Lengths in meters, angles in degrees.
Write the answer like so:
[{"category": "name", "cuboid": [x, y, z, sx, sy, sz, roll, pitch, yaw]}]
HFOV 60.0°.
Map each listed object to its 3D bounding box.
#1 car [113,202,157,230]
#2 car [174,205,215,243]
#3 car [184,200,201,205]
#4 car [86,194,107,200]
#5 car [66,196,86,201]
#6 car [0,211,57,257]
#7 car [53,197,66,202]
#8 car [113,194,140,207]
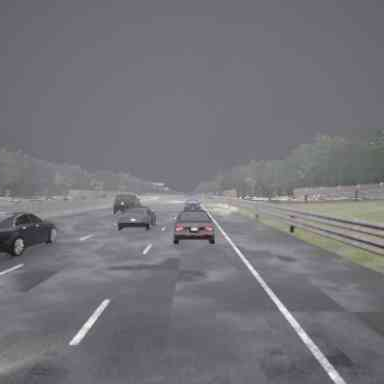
[{"category": "car", "cuboid": [-3.408, 1.583, 21.288, 1.994, 1.385, 4.181, 0, 0, 0]}, {"category": "car", "cuboid": [0.094, 1.559, 16.036, 2.033, 1.411, 5.357, 0, 0, 0]}, {"category": "car", "cuboid": [0.087, 1.576, 37.668, 1.812, 1.442, 4.674, 0, 0, 0]}, {"category": "car", "cuboid": [-17.534, 1.352, 62.520, 2.150, 2.045, 5.566, 0, 0, 0]}, {"category": "car", "cuboid": [-21.043, 1.478, 61.584, 2.097, 1.767, 4.553, 0, 0, 1]}, {"category": "car", "cuboid": [-6.905, 1.513, 12.918, 1.837, 1.490, 4.892, 0, 0, 0]}, {"category": "car", "cuboid": [-24.528, 1.648, 62.531, 1.812, 1.442, 4.674, 0, 0, 0]}, {"category": "car", "cuboid": [-6.913, 1.267, 35.766, 2.150, 2.045, 5.566, 0, 0, 0]}]
